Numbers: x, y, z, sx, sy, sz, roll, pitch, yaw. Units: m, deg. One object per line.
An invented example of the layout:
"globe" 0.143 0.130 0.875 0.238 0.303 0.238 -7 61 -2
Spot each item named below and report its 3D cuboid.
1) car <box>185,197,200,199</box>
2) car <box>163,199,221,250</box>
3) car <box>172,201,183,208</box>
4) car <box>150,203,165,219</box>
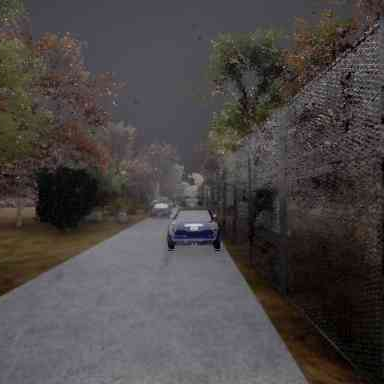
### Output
"car" 0.032 1.564 36.784 2.150 2.045 5.566 0 -1 0
"car" 0.073 1.400 14.732 2.097 1.767 4.553 -1 0 0
"car" -3.159 2.817 73.929 2.128 1.511 4.902 0 -2 -1
"car" -2.933 1.801 32.546 1.812 1.442 4.674 0 -1 0
